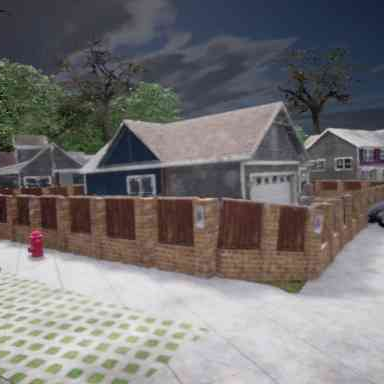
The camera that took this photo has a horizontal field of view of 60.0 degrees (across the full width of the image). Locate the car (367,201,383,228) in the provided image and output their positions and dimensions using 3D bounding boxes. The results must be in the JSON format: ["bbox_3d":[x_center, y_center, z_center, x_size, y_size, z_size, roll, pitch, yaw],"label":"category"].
[{"bbox_3d":[9.624,0.540,13.387,4.553,1.767,2.097,-2,1,44],"label":"car"}]
